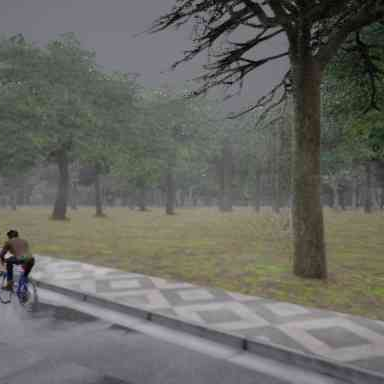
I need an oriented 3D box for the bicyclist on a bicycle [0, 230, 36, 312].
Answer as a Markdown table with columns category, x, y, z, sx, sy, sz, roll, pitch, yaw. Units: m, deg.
| category | x | y | z | sx | sy | sz | roll | pitch | yaw |
| --- | --- | --- | --- | --- | --- | --- | --- | --- | --- |
| bicyclist on a bicycle | -3.706 | 1.632 | 7.012 | 1.656 | 1.620 | 0.582 | -1 | -2 | 37 |
